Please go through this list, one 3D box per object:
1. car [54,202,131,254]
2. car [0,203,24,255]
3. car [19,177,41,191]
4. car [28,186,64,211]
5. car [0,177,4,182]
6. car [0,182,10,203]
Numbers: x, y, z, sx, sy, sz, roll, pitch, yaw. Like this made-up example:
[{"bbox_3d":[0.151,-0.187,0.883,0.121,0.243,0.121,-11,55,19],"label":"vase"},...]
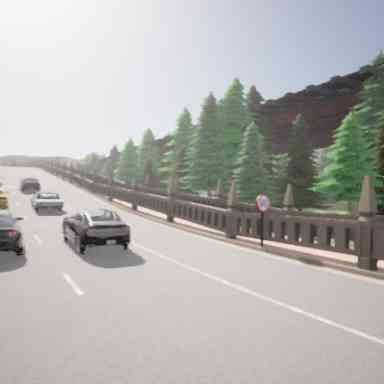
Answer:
[{"bbox_3d":[-3.987,1.425,13.490,2.128,1.511,4.902,1,2,-31],"label":"car"},{"bbox_3d":[-7.294,1.387,12.209,1.812,1.442,4.674,1,2,-30],"label":"car"},{"bbox_3d":[-17.779,-0.944,36.602,1.837,1.490,4.892,1,7,-30],"label":"car"},{"bbox_3d":[-11.115,0.621,25.425,1.895,1.301,4.718,1,5,-30],"label":"car"},{"bbox_3d":[-21.022,-1.033,35.220,1.812,1.442,4.674,1,6,-30],"label":"car"},{"bbox_3d":[-14.397,0.392,24.110,1.882,1.535,5.008,1,4,-30],"label":"car"}]
